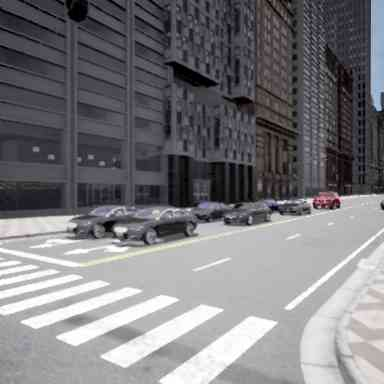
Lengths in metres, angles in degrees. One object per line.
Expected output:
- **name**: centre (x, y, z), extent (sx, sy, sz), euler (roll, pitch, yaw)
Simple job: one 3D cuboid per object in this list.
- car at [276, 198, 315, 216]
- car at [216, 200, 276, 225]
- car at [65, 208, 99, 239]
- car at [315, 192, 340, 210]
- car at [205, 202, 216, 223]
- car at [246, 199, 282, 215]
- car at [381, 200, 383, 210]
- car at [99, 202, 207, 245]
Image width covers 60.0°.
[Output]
- **car**: centre (9.728, 1.429, 31.360), extent (1.994, 1.385, 4.181), euler (0, 0, 36)
- **car**: centre (3.916, 1.426, 23.318), extent (1.837, 1.490, 4.892), euler (0, 0, 36)
- **car**: centre (-4.226, 1.473, 17.568), extent (2.128, 1.511, 4.902), euler (0, 0, 37)
- **car**: centre (16.510, 1.019, 40.682), extent (2.150, 2.045, 5.566), euler (0, 0, 36)
- **car**: centre (1.518, 1.476, 25.550), extent (2.033, 1.411, 5.357), euler (0, 0, 36)
- **car**: centre (7.377, 1.472, 33.664), extent (1.895, 1.301, 4.718), euler (0, 0, 36)
- **car**: centre (23.363, 1.363, 38.836), extent (1.895, 1.301, 4.718), euler (0, 0, 36)
- **car**: centre (-1.613, 1.465, 15.669), extent (2.128, 1.511, 4.902), euler (0, 0, 34)
